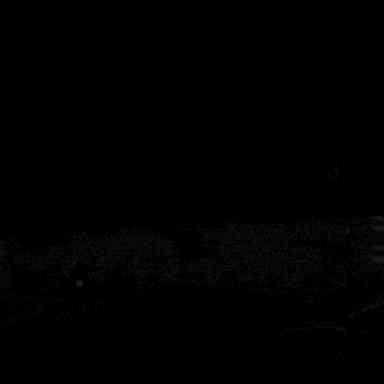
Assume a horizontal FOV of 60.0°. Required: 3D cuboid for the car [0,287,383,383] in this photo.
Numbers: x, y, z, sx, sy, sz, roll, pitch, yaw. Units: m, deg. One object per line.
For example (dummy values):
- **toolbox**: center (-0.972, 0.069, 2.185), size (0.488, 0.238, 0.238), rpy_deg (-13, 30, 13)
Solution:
- **car**: center (-0.280, 1.543, 2.335), size (4.313, 1.339, 1.947), rpy_deg (0, 1, -35)
